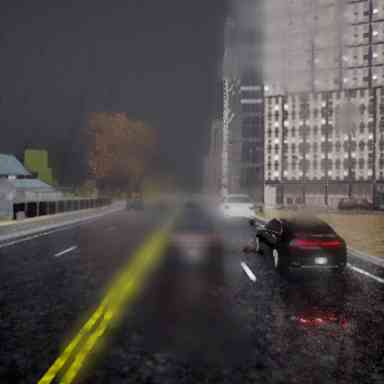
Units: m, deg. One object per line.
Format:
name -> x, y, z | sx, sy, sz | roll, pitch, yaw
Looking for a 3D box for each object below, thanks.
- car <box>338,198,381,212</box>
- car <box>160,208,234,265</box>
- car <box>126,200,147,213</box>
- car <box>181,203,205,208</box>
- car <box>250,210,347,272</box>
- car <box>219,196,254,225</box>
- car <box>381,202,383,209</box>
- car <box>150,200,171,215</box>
car -> 22.994, 1.829, 46.321 | 5.009, 1.841, 2.192 | 0, 1, 20
car -> 0.066, 1.532, 11.762 | 2.128, 1.511, 4.902 | 0, 0, 0
car -> -6.556, 1.701, 39.955 | 2.033, 1.411, 5.357 | 0, 0, 1
car -> 0.062, 1.625, 27.251 | 1.812, 1.442, 4.674 | 0, 0, 0
car -> 3.309, 1.540, 10.890 | 1.837, 1.490, 4.892 | 0, -1, 1
car -> 3.301, 1.309, 25.206 | 2.150, 2.045, 5.566 | 0, -1, 0
car -> 31.026, 1.928, 51.779 | 4.403, 1.369, 2.008 | 0, 1, 20
car -> -3.333, 1.643, 36.093 | 1.837, 1.490, 4.892 | 0, -1, 0
